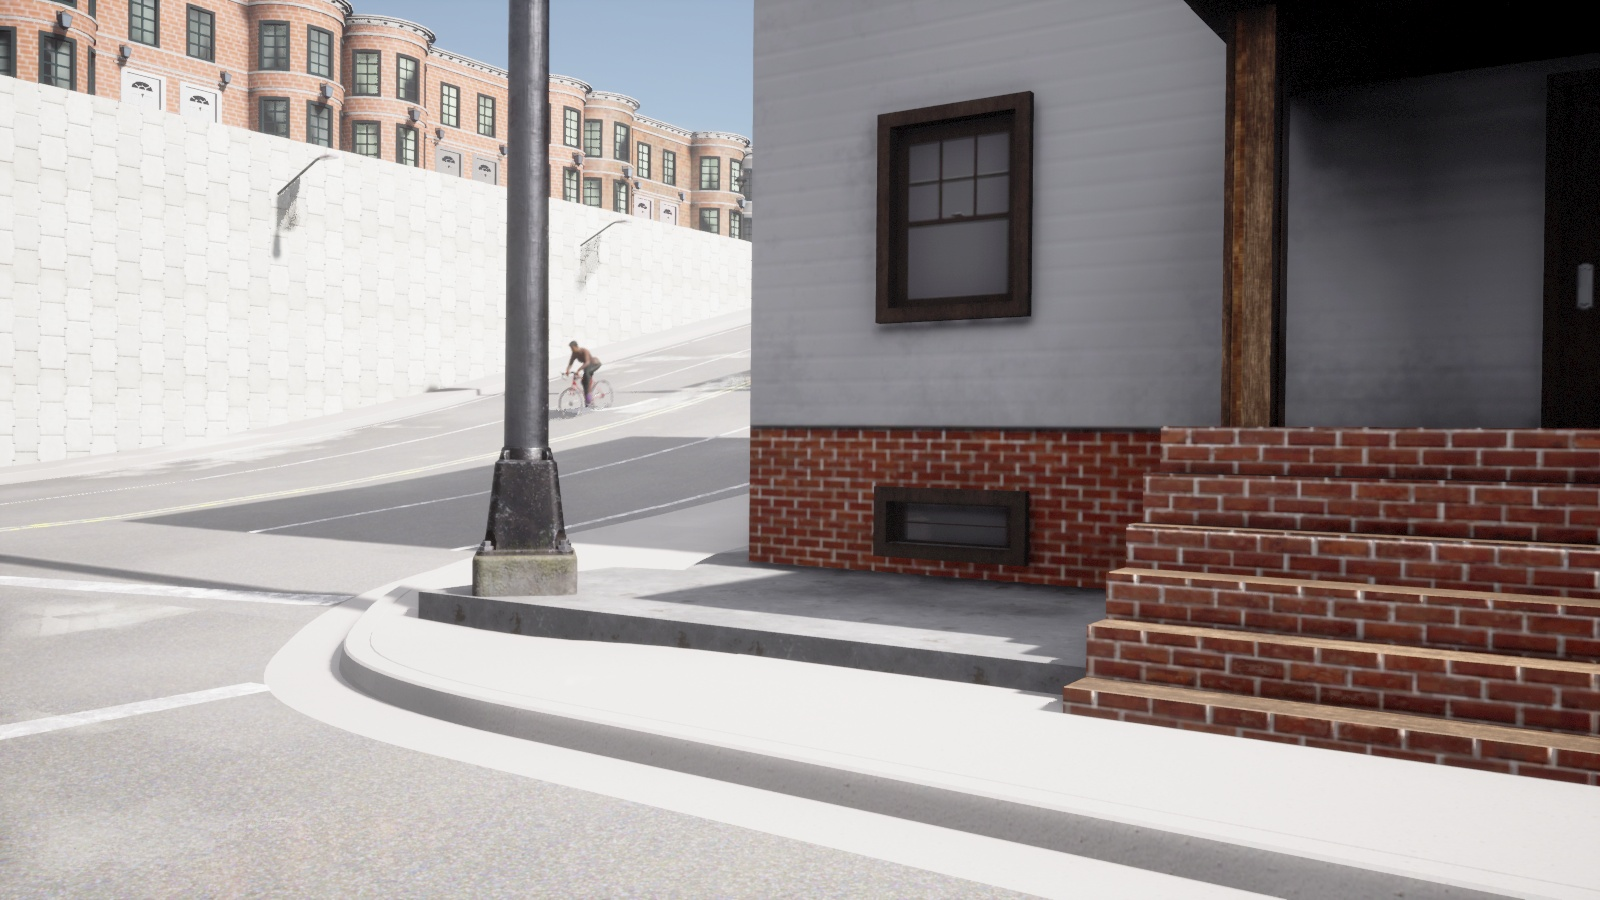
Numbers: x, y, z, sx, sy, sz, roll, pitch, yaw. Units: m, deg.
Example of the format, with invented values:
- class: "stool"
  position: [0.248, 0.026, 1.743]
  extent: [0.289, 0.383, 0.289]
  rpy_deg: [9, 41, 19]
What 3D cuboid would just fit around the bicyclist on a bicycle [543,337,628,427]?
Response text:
- class: "bicyclist on a bicycle"
  position: [-4.532, -1.448, 26.647]
  extent: [0.582, 1.620, 1.656]
  rpy_deg: [0, 13, 34]
